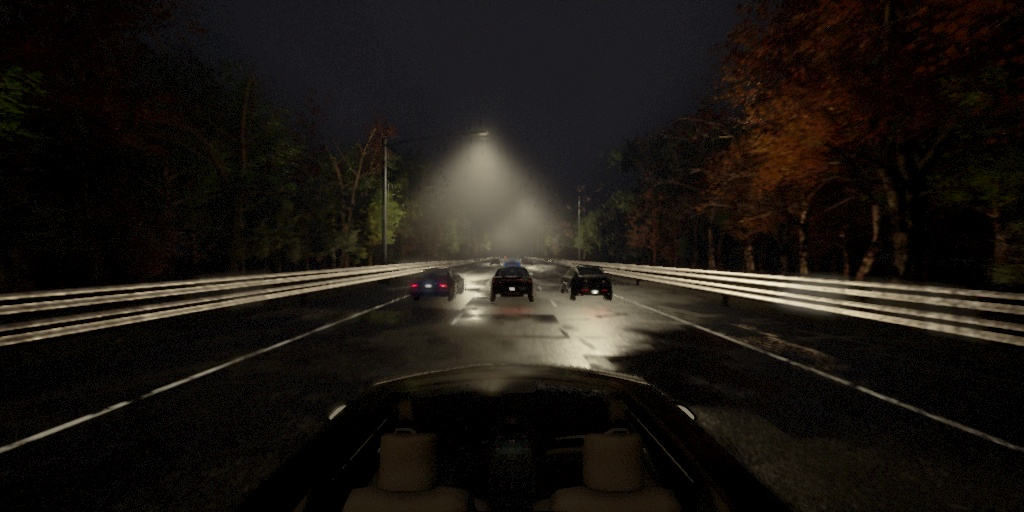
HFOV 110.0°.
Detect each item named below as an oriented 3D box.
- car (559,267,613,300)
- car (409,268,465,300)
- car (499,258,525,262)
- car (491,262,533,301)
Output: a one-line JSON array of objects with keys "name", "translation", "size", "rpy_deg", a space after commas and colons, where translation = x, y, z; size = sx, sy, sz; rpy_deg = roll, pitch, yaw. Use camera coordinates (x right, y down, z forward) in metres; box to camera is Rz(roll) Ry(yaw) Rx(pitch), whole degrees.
[{"name": "car", "translation": [3.504, 1.259, 17.537], "size": [1.837, 1.490, 4.892], "rpy_deg": [0, 0, 0]}, {"name": "car", "translation": [-3.497, 1.300, 17.536], "size": [2.033, 1.411, 5.357], "rpy_deg": [0, 0, 0]}, {"name": "car", "translation": [0.008, 1.229, 34.627], "size": [1.882, 1.535, 5.008], "rpy_deg": [0, 0, 0]}, {"name": "car", "translation": [0.004, 1.230, 17.560], "size": [1.882, 1.535, 5.008], "rpy_deg": [0, 0, 0]}]
